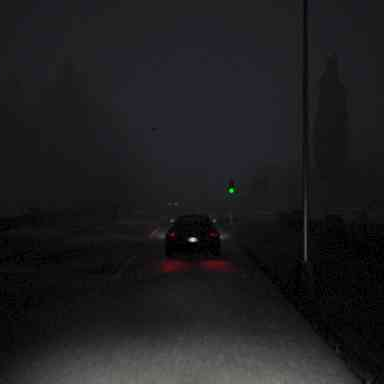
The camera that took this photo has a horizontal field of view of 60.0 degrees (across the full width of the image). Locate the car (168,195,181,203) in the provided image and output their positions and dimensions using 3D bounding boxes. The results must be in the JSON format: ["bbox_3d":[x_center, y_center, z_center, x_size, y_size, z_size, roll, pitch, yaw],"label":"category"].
[{"bbox_3d":[-4.003,1.543,71.152,1.994,1.385,4.181,0,0,0],"label":"car"}]

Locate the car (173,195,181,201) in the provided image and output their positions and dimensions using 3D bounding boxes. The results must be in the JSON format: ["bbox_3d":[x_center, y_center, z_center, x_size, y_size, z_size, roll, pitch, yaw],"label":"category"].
[{"bbox_3d":[-4.003,1.473,86.868,1.837,1.490,4.892,0,0,0],"label":"car"}]

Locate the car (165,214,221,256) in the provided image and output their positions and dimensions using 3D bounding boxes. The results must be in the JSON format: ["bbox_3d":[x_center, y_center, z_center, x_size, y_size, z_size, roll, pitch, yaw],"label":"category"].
[{"bbox_3d":[0.047,1.563,13.111,1.994,1.385,4.181,0,0,1],"label":"car"}]
